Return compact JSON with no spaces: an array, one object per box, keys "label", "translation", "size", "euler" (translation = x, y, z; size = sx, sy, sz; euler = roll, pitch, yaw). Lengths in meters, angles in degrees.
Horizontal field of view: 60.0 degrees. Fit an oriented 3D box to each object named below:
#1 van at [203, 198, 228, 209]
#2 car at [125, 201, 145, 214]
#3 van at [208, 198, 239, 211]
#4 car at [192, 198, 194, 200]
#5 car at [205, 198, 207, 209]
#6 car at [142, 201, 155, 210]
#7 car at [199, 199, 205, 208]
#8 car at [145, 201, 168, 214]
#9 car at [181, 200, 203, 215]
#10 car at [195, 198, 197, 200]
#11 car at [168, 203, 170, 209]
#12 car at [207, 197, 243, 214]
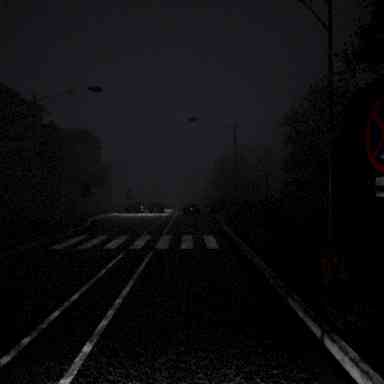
[{"label":"van","translation":[4.465,2.249,63.582],"size":[4.442,1.987,1.878],"euler":[1,-2,-22]},{"label":"car","translation":[-7.308,1.983,42.577],"size":[1.837,1.490,4.892],"euler":[0,-2,-2]},{"label":"van","translation":[4.845,1.962,51.748],"size":[4.442,1.987,1.878],"euler":[1,-2,-22]},{"label":"car","translation":[3.253,3.022,90.226],"size":[5.008,1.535,2.097],"euler":[1,-1,-23]},{"label":"car","translation":[5.000,1.703,42.811],"size":[5.566,2.045,2.435],"euler":[1,-1,-22]},{"label":"car","translation":[-7.808,2.436,59.808],"size":[1.812,1.442,4.674],"euler":[0,-1,-1]},{"label":"car","translation":[4.675,2.009,54.670],"size":[5.566,2.045,2.435],"euler":[1,-2,-22]},{"label":"car","translation":[-4.510,1.982,42.683],"size":[1.837,1.490,4.892],"euler":[0,-2,-2]},{"label":"car","translation":[-0.083,1.945,39.190],"size":[1.994,1.385,4.181],"euler":[0,-2,-2]},{"label":"car","translation":[3.820,2.669,78.348],"size":[4.553,1.767,2.185],"euler":[1,-2,-23]},{"label":"car","translation":[-5.054,2.552,61.570],"size":[1.895,1.301,4.718],"euler":[0,-1,-1]},{"label":"car","translation":[5.141,1.627,39.887],"size":[5.566,2.045,2.435],"euler":[1,-2,-22]}]
